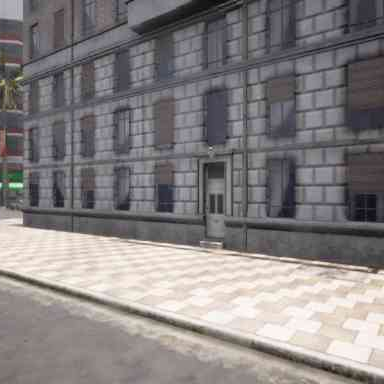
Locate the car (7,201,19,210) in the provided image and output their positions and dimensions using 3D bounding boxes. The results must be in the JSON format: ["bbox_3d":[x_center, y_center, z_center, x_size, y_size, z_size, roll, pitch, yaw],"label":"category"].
[{"bbox_3d":[-20.820,1.568,41.786,1.994,1.385,4.181,0,0,36],"label":"car"}]

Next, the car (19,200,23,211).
[{"bbox_3d":[-17.723,1.530,40.102,1.812,1.442,4.674,0,0,36],"label":"car"}]
